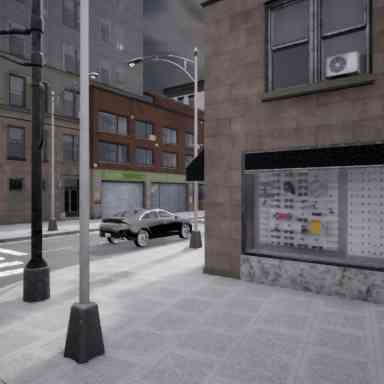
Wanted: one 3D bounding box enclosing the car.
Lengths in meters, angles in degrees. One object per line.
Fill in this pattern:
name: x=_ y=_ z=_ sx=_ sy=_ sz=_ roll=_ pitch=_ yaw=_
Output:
car: x=-1.875 y=1.458 z=14.950 sx=2.128 sy=1.511 sz=4.902 roll=0 pitch=0 yaw=35
